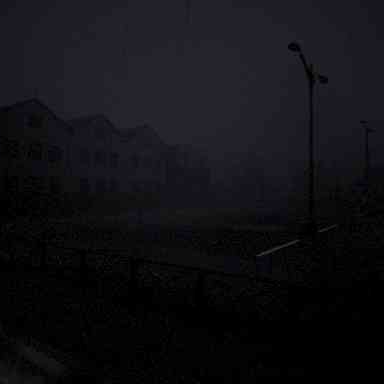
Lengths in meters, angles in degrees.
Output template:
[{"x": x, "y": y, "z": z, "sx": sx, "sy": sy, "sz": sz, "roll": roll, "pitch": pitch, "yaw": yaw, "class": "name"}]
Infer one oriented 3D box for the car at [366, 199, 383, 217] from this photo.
[{"x": 15.375, "y": 1.298, "z": 26.844, "sx": 2.007, "sy": 1.523, "sz": 4.514, "roll": 0, "pitch": 0, "yaw": 35, "class": "car"}]
